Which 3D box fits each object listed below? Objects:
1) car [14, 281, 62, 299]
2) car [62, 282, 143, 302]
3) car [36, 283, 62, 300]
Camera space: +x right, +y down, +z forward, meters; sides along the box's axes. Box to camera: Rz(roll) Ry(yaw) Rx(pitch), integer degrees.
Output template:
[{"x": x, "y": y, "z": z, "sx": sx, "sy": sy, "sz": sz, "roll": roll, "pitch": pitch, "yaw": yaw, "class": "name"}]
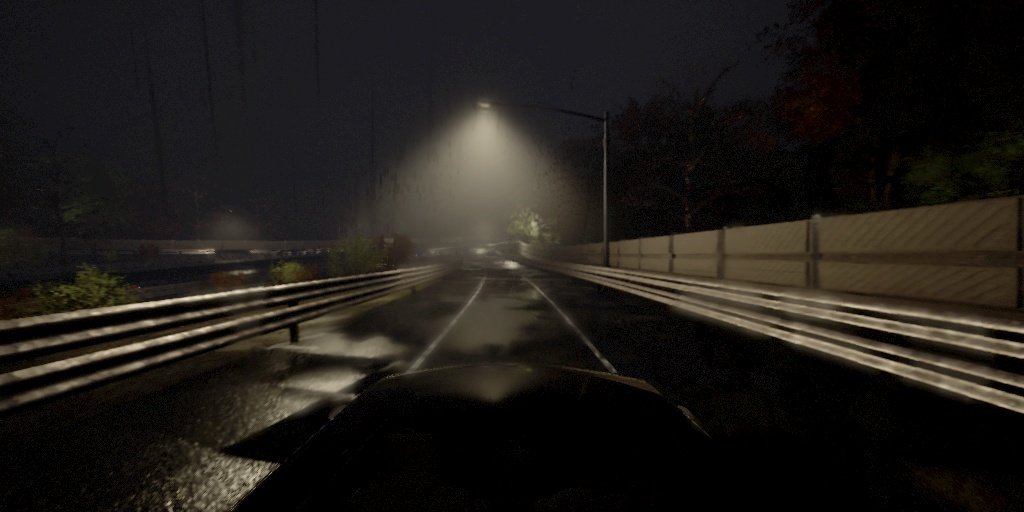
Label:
[{"x": -44.141, "y": 3.203, "z": 34.846, "sx": 1.882, "sy": 1.535, "sz": 5.008, "roll": 1, "pitch": 4, "yaw": 15, "class": "car"}, {"x": -37.348, "y": 3.196, "z": 33.154, "sx": 2.097, "sy": 1.767, "sz": 4.553, "roll": 1, "pitch": 4, "yaw": 15, "class": "car"}, {"x": -40.733, "y": 3.381, "z": 34.071, "sx": 1.895, "sy": 1.301, "sz": 4.718, "roll": 1, "pitch": 4, "yaw": 15, "class": "car"}]
